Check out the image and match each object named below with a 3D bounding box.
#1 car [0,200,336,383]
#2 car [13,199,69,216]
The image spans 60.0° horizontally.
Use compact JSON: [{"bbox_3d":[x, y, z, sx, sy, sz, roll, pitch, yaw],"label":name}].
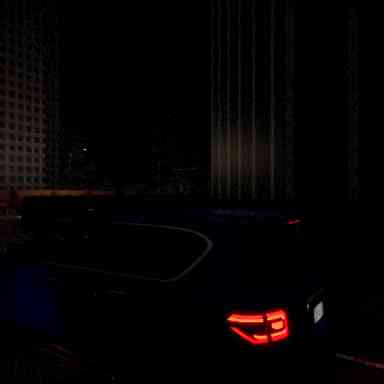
[{"bbox_3d":[-0.991,1.220,4.693,5.566,2.045,2.150,0,0,35],"label":"car"},{"bbox_3d":[-15.443,1.522,34.373,1.882,1.535,5.008,0,0,35],"label":"car"}]
